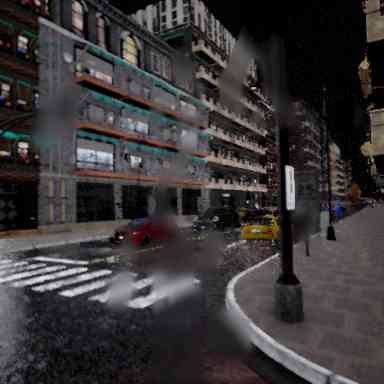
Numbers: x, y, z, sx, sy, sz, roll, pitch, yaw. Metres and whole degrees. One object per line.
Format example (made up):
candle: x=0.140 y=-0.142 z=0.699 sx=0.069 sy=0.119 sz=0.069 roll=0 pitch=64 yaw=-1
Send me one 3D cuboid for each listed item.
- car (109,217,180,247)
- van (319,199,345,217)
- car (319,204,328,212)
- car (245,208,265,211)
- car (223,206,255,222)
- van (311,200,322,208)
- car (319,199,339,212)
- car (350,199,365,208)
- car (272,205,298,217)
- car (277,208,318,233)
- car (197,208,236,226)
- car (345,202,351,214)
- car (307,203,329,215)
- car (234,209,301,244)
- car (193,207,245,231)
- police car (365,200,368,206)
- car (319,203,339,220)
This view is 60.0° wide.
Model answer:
car: x=-2.412 y=2.025 z=17.691 sx=1.994 sy=1.385 sz=4.181 roll=-3 pitch=-2 yaw=30
van: x=15.306 y=1.890 z=36.544 sx=1.690 sy=1.788 sz=3.998 roll=-2 pitch=-2 yaw=30
car: x=9.598 y=1.949 z=26.761 sx=1.887 sy=1.381 sz=4.507 roll=-2 pitch=-2 yaw=30
car: x=6.477 y=2.245 z=32.885 sx=1.994 sy=1.385 sz=4.181 roll=-3 pitch=-2 yaw=31
car: x=5.136 y=2.332 z=35.724 sx=1.752 sy=1.417 sz=4.829 roll=-2 pitch=-2 yaw=30
van: x=28.070 y=2.746 z=74.981 sx=1.690 sy=1.788 sz=3.998 roll=-2 pitch=-2 yaw=30
car: x=21.912 y=2.102 z=53.007 sx=2.150 sy=2.045 sz=5.566 roll=-3 pitch=-2 yaw=30
car: x=32.445 y=2.311 z=65.873 sx=2.192 sy=1.841 sz=5.009 roll=-2 pitch=-2 yaw=30
car: x=11.734 y=2.376 z=41.814 sx=1.994 sy=1.385 sz=4.181 roll=-3 pitch=-2 yaw=31
car: x=6.741 y=1.885 z=21.873 sx=2.008 sy=1.369 sz=4.403 roll=-2 pitch=-2 yaw=30
car: x=2.366 y=2.281 z=30.982 sx=1.887 sy=1.381 sz=4.507 roll=-2 pitch=-2 yaw=30
car: x=18.167 y=2.173 z=41.427 sx=2.008 sy=1.369 sz=4.403 roll=-2 pitch=-2 yaw=30
car: x=16.817 y=2.253 z=44.261 sx=1.837 sy=1.490 sz=4.892 roll=-3 pitch=-2 yaw=30
car: x=4.084 y=1.794 z=17.327 sx=1.752 sy=1.417 sz=4.829 roll=-2 pitch=-2 yaw=30
car: x=1.919 y=1.920 z=25.121 sx=2.097 sy=1.767 sz=4.553 roll=-3 pitch=-2 yaw=30
police car: x=41.559 y=2.650 z=80.863 sx=1.930 sy=1.638 sz=5.238 roll=-3 pitch=-2 yaw=30
car: x=12.454 y=2.021 z=31.649 sx=1.887 sy=1.381 sz=4.507 roll=-2 pitch=-2 yaw=30
